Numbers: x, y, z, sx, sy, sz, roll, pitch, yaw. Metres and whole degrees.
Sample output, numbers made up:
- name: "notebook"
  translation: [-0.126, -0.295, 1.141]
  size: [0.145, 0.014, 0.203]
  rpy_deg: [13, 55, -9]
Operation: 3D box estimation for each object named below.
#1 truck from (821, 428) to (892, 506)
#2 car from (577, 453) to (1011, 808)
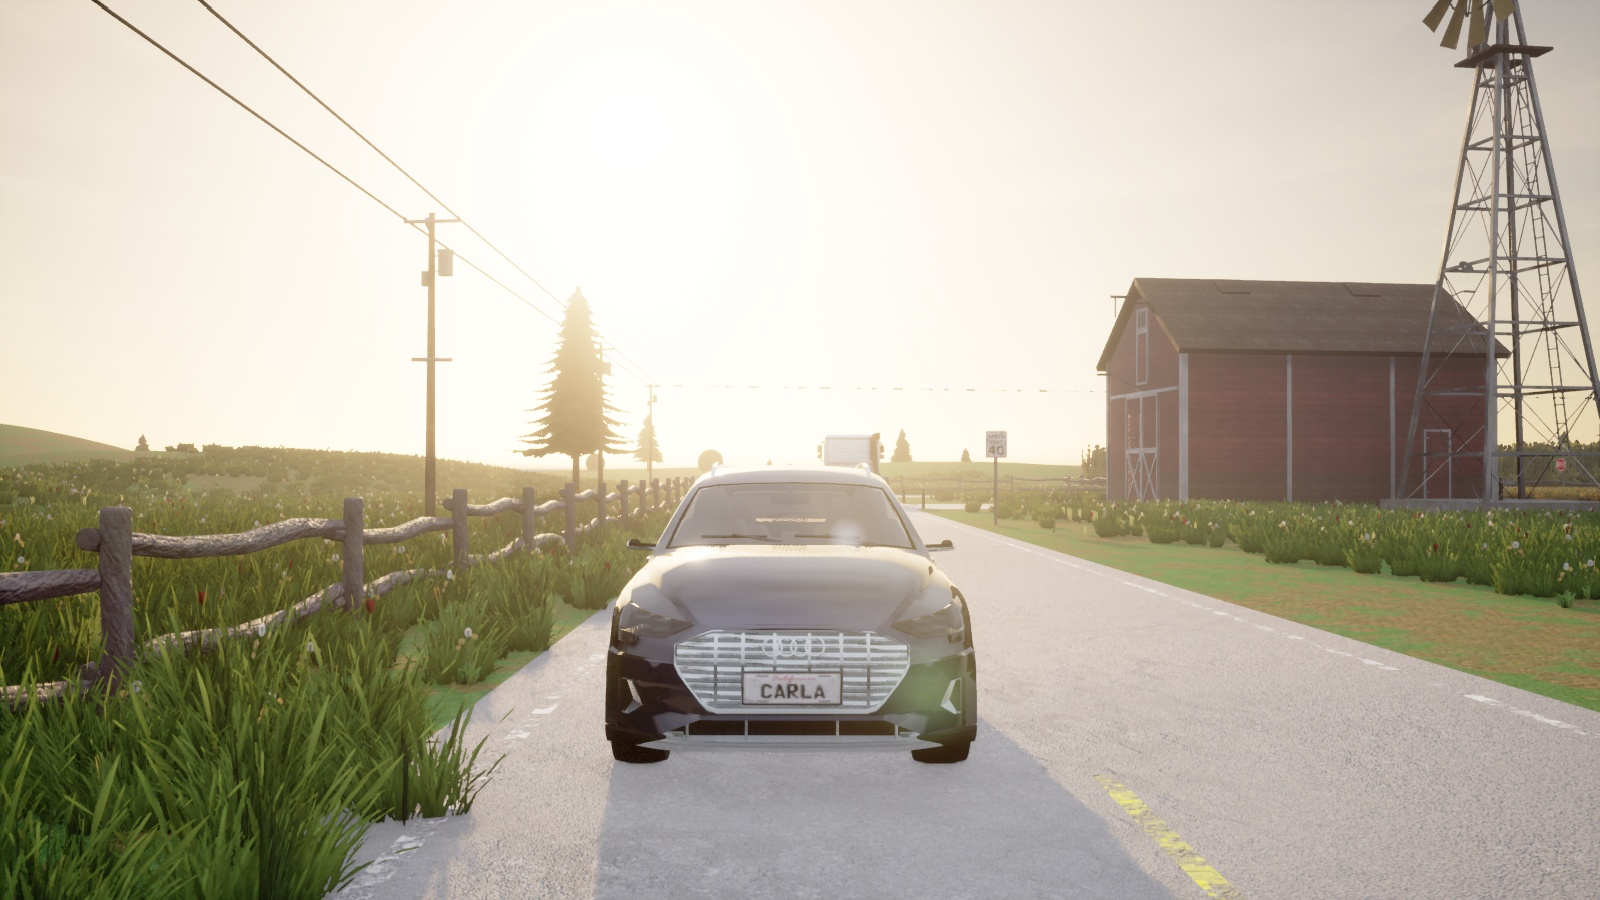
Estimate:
- name: "truck"
  translation: [2.563, 0.818, 59.415]
  size: [2.891, 3.462, 7.936]
  rpy_deg: [0, -1, -1]
- name: "car"
  translation: [-0.057, 0.884, 8.319]
  size: [2.033, 1.649, 4.856]
  rpy_deg: [0, -1, -1]
